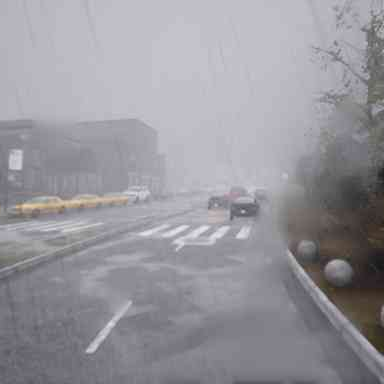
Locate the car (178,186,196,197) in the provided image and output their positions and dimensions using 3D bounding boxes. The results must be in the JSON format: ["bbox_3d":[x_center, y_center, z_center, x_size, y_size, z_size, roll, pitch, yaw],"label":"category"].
[{"bbox_3d":[-1.495,0.058,62.724,2.231,1.521,4.892,0,1,15],"label":"car"}]

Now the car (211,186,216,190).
[{"bbox_3d":[3.970,-0.483,83.803,1.946,1.575,5.366,0,1,15],"label":"car"}]

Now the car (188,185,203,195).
[{"bbox_3d":[-0.120,-0.330,68.031,2.435,2.045,5.566,0,1,15],"label":"car"}]

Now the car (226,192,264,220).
[{"bbox_3d":[3.789,1.017,23.133,1.882,1.535,5.008,0,1,14],"label":"car"}]

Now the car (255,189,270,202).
[{"bbox_3d":[9.056,0.373,43.334,2.097,1.767,4.553,0,2,15],"label":"car"}]

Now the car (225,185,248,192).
[{"bbox_3d":[6.480,0.192,46.326,2.150,2.045,5.566,0,2,15],"label":"car"}]

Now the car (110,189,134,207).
[{"bbox_3d":[-8.508,0.742,35.684,1.946,1.575,5.366,0,1,15],"label":"car"}]

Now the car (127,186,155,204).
[{"bbox_3d":[-7.049,0.350,41.298,2.435,2.045,5.566,0,1,14],"label":"car"}]

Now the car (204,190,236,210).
[{"bbox_3d":[2.737,0.837,32.079,1.837,1.490,4.892,0,1,15],"label":"car"}]

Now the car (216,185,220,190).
[{"bbox_3d":[5.410,-0.747,89.357,2.185,1.767,4.553,0,1,15],"label":"car"}]

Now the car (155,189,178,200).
[{"bbox_3d":[-4.281,0.359,51.996,2.163,1.488,4.792,0,1,15],"label":"car"}]

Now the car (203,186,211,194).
[{"bbox_3d":[2.191,-0.309,77.167,2.231,1.521,4.892,0,1,15],"label":"car"}]

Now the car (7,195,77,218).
[{"bbox_3d":[-11.290,1.016,24.995,1.946,1.575,5.366,0,1,15],"label":"car"}]

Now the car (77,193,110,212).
[{"bbox_3d":[-9.894,0.878,30.337,1.946,1.575,5.366,0,1,15],"label":"car"}]

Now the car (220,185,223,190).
[{"bbox_3d":[6.742,-0.755,94.496,1.946,1.575,5.366,0,1,15],"label":"car"}]
